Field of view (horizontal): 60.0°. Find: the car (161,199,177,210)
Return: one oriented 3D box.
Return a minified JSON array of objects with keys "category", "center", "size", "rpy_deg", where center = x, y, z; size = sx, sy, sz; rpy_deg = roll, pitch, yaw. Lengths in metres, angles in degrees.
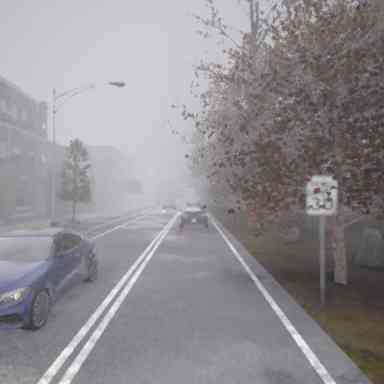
[{"category":"car","center":[-3.225,1.806,47.577],"size":[1.837,1.490,4.892],"rpy_deg":[0,0,0]}]

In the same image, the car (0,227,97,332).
[{"category":"car","center":[-3.347,1.526,6.965],"size":[1.812,1.442,4.674],"rpy_deg":[0,0,0]}]

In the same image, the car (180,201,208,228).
[{"category":"car","center":[0.129,1.609,22.882],"size":[1.812,1.442,4.674],"rpy_deg":[0,0,0]}]
